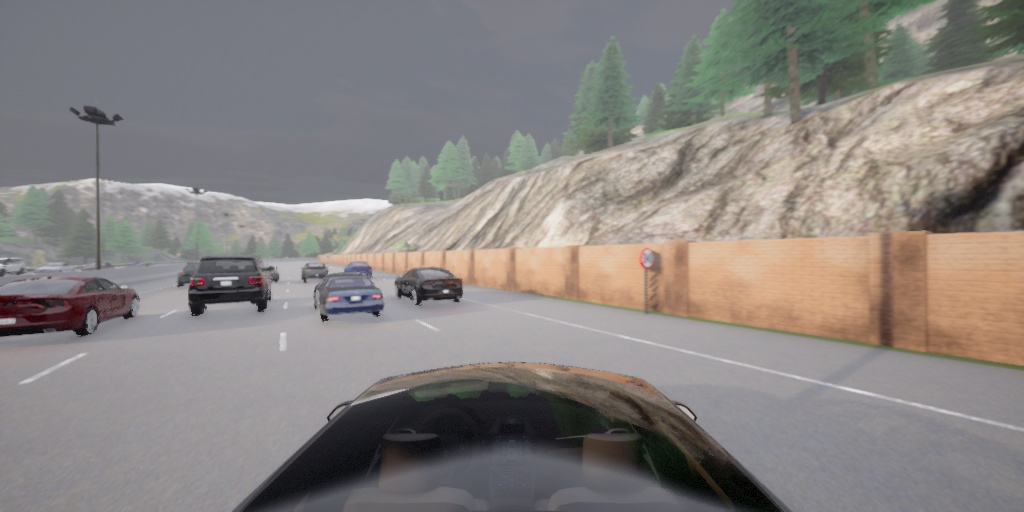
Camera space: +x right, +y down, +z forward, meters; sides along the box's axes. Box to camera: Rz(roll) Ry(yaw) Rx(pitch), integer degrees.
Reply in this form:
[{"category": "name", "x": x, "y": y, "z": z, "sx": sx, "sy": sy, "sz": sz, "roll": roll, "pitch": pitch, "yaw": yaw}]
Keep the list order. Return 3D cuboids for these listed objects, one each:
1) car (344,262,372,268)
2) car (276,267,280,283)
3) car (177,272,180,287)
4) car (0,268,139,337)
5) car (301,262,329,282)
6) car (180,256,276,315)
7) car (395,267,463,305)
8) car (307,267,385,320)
[{"category": "car", "x": -14.077, "y": 1.245, "z": 32.743, "sx": 1.882, "sy": 1.535, "sz": 5.008, "roll": 0, "pitch": 0, "yaw": -32}, {"category": "car", "x": -19.570, "y": 1.373, "z": 28.315, "sx": 1.994, "sy": 1.385, "sz": 4.181, "roll": 0, "pitch": 0, "yaw": -32}, {"category": "car", "x": -22.068, "y": 1.181, "z": 25.691, "sx": 2.097, "sy": 1.767, "sz": 4.553, "roll": 0, "pitch": 0, "yaw": -32}, {"category": "car", "x": -12.451, "y": 1.283, "z": 10.038, "sx": 1.882, "sy": 1.535, "sz": 5.008, "roll": 0, "pitch": 0, "yaw": -31}, {"category": "car", "x": -16.230, "y": 1.278, "z": 29.564, "sx": 2.128, "sy": 1.511, "sz": 4.902, "roll": 0, "pitch": 0, "yaw": -32}, {"category": "car", "x": -10.902, "y": 1.008, "z": 14.214, "sx": 2.150, "sy": 2.045, "sz": 5.566, "roll": 0, "pitch": 0, "yaw": -31}, {"category": "car", "x": -3.868, "y": 1.220, "z": 16.127, "sx": 1.882, "sy": 1.535, "sz": 5.008, "roll": 0, "pitch": 0, "yaw": -31}, {"category": "car", "x": -5.955, "y": 1.309, "z": 12.827, "sx": 2.033, "sy": 1.411, "sz": 5.357, "roll": 0, "pitch": 0, "yaw": -31}]
